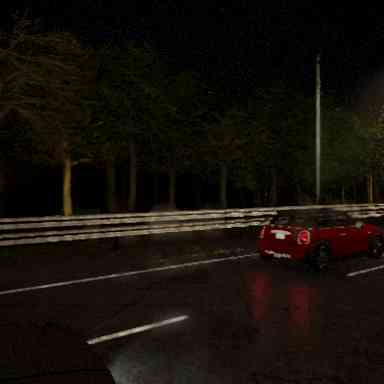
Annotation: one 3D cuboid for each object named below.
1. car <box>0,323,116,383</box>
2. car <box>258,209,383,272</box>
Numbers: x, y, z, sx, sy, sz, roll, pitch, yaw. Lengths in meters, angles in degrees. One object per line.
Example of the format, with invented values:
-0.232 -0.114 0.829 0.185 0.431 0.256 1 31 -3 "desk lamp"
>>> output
-3.082 1.541 1.750 5.357 1.411 2.033 0 0 -35 "car"
4.364 1.330 11.000 4.553 1.767 2.097 0 0 -34 "car"
